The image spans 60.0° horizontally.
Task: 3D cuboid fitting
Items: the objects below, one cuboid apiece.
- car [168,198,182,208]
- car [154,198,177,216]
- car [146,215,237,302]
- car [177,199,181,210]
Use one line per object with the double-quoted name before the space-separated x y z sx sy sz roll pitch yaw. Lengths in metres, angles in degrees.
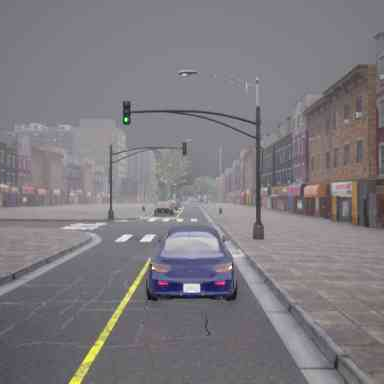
"car" -2.893 1.880 57.635 2.128 1.511 4.902 0 0 0
"car" -2.903 1.660 35.529 1.882 1.535 5.008 0 -1 0
"car" -0.003 1.537 8.186 1.812 1.442 4.674 0 0 0
"car" -2.898 1.804 45.856 1.812 1.442 4.674 0 -1 0
